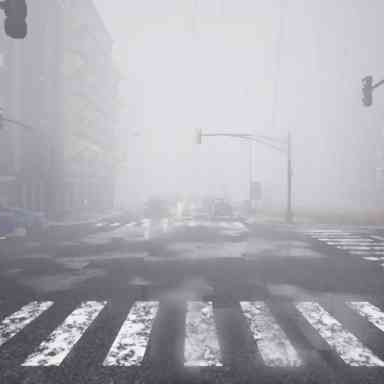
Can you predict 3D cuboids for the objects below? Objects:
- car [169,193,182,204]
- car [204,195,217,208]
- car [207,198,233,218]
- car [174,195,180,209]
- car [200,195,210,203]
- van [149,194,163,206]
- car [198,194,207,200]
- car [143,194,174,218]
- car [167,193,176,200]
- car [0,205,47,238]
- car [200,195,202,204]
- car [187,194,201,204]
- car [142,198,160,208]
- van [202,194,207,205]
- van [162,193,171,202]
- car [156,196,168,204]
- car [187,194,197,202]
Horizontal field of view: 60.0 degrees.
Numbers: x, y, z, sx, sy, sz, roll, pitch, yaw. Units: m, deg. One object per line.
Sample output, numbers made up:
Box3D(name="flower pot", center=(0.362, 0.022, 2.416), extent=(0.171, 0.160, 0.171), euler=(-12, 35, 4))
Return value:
Box3D(name="car", center=(-2.992, 1.152, 62.871), extent=(2.150, 2.045, 5.566), euler=(0, 0, 0))
Box3D(name="car", center=(2.661, 1.410, 35.614), extent=(1.967, 1.590, 4.097), euler=(-1, 0, 0))
Box3D(name="car", center=(2.660, 1.522, 29.969), extent=(1.887, 1.381, 4.507), euler=(-1, 0, 0))
Box3D(name="car", center=(-3.070, 1.521, 45.360), extent=(1.994, 1.385, 4.181), euler=(0, 0, 0))
Box3D(name="car", center=(2.683, 1.353, 69.490), extent=(1.967, 1.590, 4.097), euler=(-1, 0, 0))
Box3D(name="van", center=(-5.680, 1.286, 52.523), extent=(1.690, 1.788, 3.998), euler=(-1, 0, 0))
Box3D(name="car", center=(2.721, 1.313, 86.427), extent=(1.967, 1.590, 4.097), euler=(-1, 0, 0))
Box3D(name="car", center=(-3.094, 1.329, 30.065), extent=(2.097, 1.767, 4.553), euler=(0, 0, 0))
Box3D(name="car", center=(-5.662, 1.173, 92.047), extent=(2.192, 1.841, 5.009), euler=(-1, 0, 0))
Box3D(name="car", center=(-9.876, 1.423, 16.342), extent=(5.008, 1.535, 1.882), euler=(1, 2, -18))
Box3D(name="car", center=(2.670, 1.490, 52.552), extent=(1.887, 1.381, 4.507), euler=(-1, 0, 0))
Box3D(name="car", center=(0.129, 1.479, 60.369), extent=(2.033, 1.411, 5.357), euler=(0, 0, 0))
Box3D(name="car", center=(-5.679, 1.520, 46.877), extent=(1.947, 1.339, 4.313), euler=(-1, 0, 0))
Box3D(name="van", center=(2.665, 1.295, 46.906), extent=(1.690, 1.788, 3.998), euler=(-1, 0, 0))
Box3D(name="van", center=(-5.669, 1.242, 75.108), extent=(1.690, 1.788, 3.998), euler=(-1, 0, 0))
Box3D(name="car", center=(-5.672, 1.470, 63.814), extent=(1.887, 1.381, 4.507), euler=(-1, 0, 0))
Box3D(name="car", center=(0.061, 1.264, 70.995), extent=(2.097, 1.767, 4.553), euler=(0, 0, 0))
